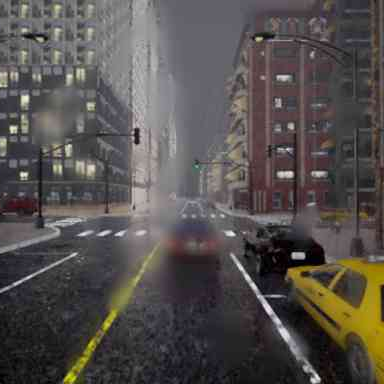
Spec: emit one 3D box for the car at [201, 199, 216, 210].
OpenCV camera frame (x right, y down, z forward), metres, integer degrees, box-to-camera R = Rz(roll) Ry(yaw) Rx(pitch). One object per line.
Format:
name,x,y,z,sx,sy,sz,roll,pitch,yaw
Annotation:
car,2.833,2.151,52.560,1.802,1.307,4.206,0,-1,0

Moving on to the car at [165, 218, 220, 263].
car,0.048,1.682,12.524,2.033,1.411,5.357,0,-1,1

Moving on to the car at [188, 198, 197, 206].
car,0.132,2.411,75.193,1.895,1.301,4.718,0,-1,0

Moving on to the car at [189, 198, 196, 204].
car,0.150,2.248,85.167,1.882,1.535,5.008,0,-1,0

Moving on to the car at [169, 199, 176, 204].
car,-5.525,2.588,93.732,2.008,1.369,4.403,0,-1,0

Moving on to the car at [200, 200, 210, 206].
car,2.816,2.328,71.124,2.008,1.369,4.403,0,-1,0

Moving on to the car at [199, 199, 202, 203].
car,2.806,2.264,65.477,2.008,1.369,4.403,0,-1,0

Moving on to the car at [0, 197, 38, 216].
car,-17.636,1.377,32.642,5.009,1.841,2.192,1,-2,0

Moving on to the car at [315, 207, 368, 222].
car,14.700,2.182,32.854,4.829,1.417,1.752,1,-2,0

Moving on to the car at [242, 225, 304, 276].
car,2.710,1.679,10.539,1.947,1.339,4.313,0,-1,0

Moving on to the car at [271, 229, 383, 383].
car,2.700,1.580,5.027,1.752,1.417,4.829,0,-1,0
